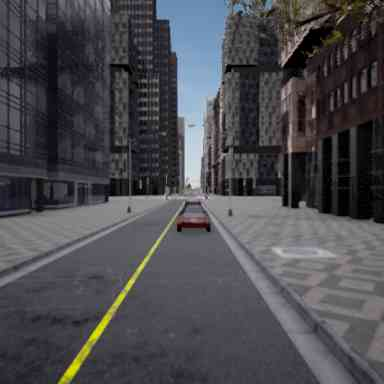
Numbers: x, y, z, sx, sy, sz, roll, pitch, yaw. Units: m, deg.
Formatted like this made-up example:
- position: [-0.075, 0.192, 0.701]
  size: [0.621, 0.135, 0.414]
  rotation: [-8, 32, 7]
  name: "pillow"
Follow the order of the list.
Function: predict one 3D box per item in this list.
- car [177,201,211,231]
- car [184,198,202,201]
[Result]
- position: [0.104, 1.510, 20.420]
  size: [1.994, 1.385, 4.181]
  rotation: [0, 0, 0]
  name: "car"
- position: [0.108, 1.375, 38.343]
  size: [1.882, 1.535, 5.008]
  rotation: [0, 0, 0]
  name: "car"
